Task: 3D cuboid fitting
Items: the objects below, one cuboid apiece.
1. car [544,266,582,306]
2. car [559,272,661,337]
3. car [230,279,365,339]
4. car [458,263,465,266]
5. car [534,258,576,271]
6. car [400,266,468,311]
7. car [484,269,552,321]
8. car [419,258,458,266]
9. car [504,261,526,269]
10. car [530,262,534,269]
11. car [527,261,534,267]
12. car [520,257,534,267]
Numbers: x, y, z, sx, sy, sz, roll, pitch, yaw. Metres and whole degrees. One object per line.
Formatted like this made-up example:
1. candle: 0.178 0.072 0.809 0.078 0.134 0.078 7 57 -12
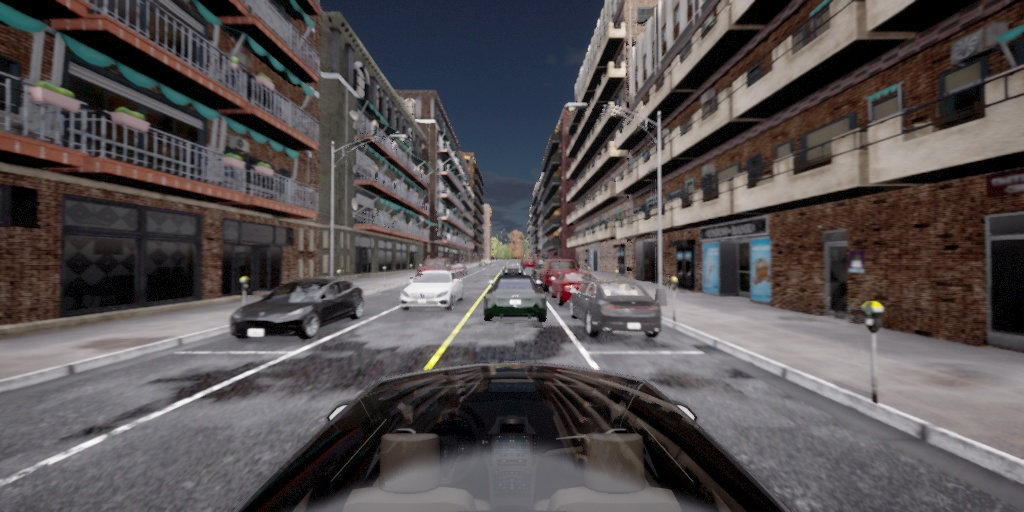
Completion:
1. car: 2.693 1.316 15.672 1.888 1.381 4.507 0 0 0
2. car: 2.692 1.313 10.104 2.007 1.370 4.403 0 0 0
3. car: -5.689 1.329 10.140 1.948 1.339 4.313 0 0 0
4. car: -5.684 1.390 37.979 1.802 1.307 4.207 0 0 0
5. car: 2.693 1.095 21.239 2.192 1.841 5.009 0 0 0
6. car: -3.075 1.296 14.654 1.812 1.442 4.674 0 0 0
7. car: 0.101 1.331 12.572 1.994 1.385 4.181 0 0 0
8. car: -5.686 1.104 26.843 2.192 1.841 5.009 0 0 0
9. car: 0.105 1.403 34.328 1.895 1.301 4.718 0 0 0
10. car: 2.695 1.340 26.808 2.007 1.370 4.403 0 0 0
11. car: 2.696 1.364 32.376 1.948 1.339 4.313 0 0 0
12. car: 2.699 1.151 54.648 2.192 1.841 5.009 0 0 0
